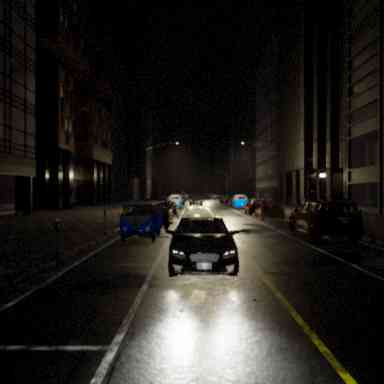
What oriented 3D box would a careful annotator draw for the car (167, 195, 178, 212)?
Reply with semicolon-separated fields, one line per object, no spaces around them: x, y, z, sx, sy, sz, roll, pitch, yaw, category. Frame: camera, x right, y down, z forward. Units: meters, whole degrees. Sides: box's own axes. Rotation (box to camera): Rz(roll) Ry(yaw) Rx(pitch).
-2.315;1.287;21.484;2.192;1.841;5.009;0;0;0;car

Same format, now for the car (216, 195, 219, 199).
6.406;1.449;66.500;1.752;1.417;4.829;0;0;0;car

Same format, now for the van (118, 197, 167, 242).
-2.339;1.320;15.875;1.690;1.788;3.998;0;0;0;van

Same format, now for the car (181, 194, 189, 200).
-1.998;1.358;94.407;1.967;1.590;4.097;0;0;0;car

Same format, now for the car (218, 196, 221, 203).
6.381;1.454;60.891;1.752;1.417;4.829;0;0;0;car

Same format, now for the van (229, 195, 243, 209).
6.308;1.288;43.893;1.690;1.788;3.998;0;0;0;van

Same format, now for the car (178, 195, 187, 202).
-2.097;1.446;71.799;1.752;1.417;4.829;0;0;0;car

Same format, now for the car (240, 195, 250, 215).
6.259;1.400;32.675;1.967;1.590;4.097;0;0;0;car

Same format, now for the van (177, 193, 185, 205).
-2.217;1.287;43.922;1.690;1.788;3.998;0;0;0;van

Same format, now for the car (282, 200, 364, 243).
6.186;1.295;15.848;2.192;1.841;5.009;0;0;0;car

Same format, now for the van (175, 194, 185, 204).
-2.144;1.269;60.750;1.690;1.788;3.998;0;0;0;van

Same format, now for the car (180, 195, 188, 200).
-2.023;1.484;88.797;1.947;1.339;4.313;0;0;0;car

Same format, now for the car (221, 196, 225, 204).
6.356;1.501;55.112;1.947;1.339;4.313;0;0;0;car

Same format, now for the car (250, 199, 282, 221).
6.235;1.511;27.066;1.887;1.381;4.507;0;0;0;car

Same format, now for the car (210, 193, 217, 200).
6.502;1.470;88.765;2.008;1.369;4.403;0;0;0;car

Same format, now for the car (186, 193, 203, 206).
0.577;1.290;51.375;2.097;1.767;4.553;0;0;0;car

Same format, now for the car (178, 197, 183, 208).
-2.266;1.510;32.703;2.008;1.369;4.403;0;0;0;car

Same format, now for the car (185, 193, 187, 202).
-2.169;1.374;55.141;1.967;1.590;4.097;0;0;0;car

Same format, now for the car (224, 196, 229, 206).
6.332;1.486;49.503;1.887;1.381;4.507;0;0;0;car

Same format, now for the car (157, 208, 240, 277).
0.299;1.477;10.288;2.128;1.511;4.902;0;0;0;car
